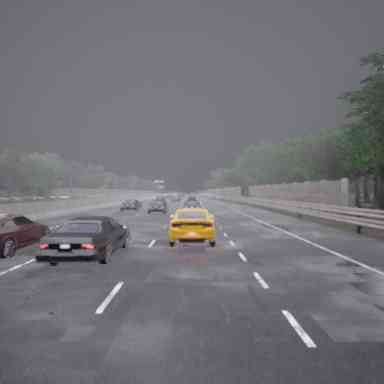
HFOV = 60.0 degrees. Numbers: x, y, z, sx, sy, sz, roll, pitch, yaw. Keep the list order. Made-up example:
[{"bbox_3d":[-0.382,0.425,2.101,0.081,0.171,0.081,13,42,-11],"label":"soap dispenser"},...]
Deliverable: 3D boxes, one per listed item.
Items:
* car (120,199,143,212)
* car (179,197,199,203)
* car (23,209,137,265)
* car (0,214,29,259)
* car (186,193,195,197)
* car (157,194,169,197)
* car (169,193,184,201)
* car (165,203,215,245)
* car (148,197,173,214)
[{"bbox_3d":[-6.997,1.518,38.660,2.033,1.411,5.357,0,0,0],"label":"car"},{"bbox_3d":[0.002,1.526,34.912,2.033,1.411,5.357,0,0,0],"label":"car"},{"bbox_3d":[-3.499,1.550,11.676,2.033,1.411,5.357,0,0,0],"label":"car"},{"bbox_3d":[-7.000,1.528,12.429,1.812,1.442,4.674,0,0,0],"label":"car"},{"bbox_3d":[0.003,1.403,74.679,1.837,1.490,4.892,0,0,0],"label":"car"},{"bbox_3d":[-6.997,1.428,74.627,2.128,1.511,4.902,0,0,0],"label":"car"},{"bbox_3d":[-3.497,1.455,74.669,1.994,1.385,4.181,0,0,0],"label":"car"},{"bbox_3d":[0.001,1.479,15.445,1.882,1.535,5.008,0,0,0],"label":"car"},{"bbox_3d":[-3.498,1.526,34.912,2.033,1.411,5.357,0,0,0],"label":"car"}]
